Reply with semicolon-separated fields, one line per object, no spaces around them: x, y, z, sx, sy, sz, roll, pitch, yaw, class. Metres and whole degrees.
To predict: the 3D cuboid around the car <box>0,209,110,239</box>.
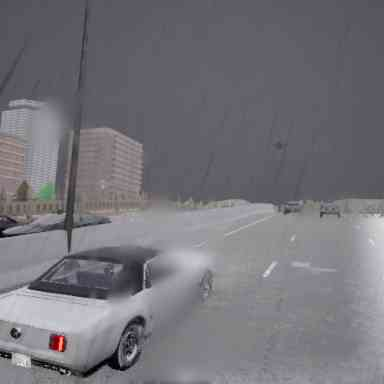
-5.501;1.548;14.149;1.882;1.535;5.008;0;0;22;car

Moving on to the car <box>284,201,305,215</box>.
11.114;1.686;35.995;2.128;1.511;4.902;0;-1;22;car

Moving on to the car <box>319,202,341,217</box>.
13.641;1.699;32.911;2.033;1.411;5.357;0;-1;22;car

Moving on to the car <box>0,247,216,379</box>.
-1.100;1.629;5.834;1.895;1.301;4.718;0;0;22;car

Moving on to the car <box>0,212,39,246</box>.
-9.202;1.676;14.337;1.895;1.301;4.718;0;0;22;car
